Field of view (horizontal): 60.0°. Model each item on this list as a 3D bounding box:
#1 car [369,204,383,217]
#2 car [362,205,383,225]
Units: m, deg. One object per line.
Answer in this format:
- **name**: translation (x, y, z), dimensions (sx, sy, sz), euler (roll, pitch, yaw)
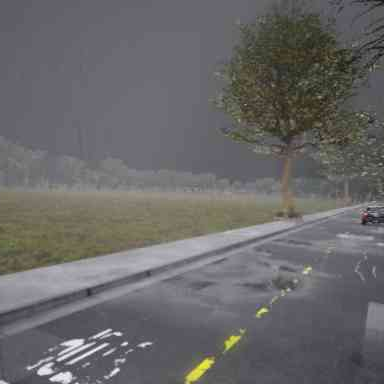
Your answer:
- **car**: translation (25.624, 2.564, 45.677), dimensions (2.128, 1.511, 4.902), euler (3, 0, 30)
- **car**: translation (16.592, 2.055, 29.910), dimensions (2.097, 1.767, 4.553), euler (3, 0, 30)
